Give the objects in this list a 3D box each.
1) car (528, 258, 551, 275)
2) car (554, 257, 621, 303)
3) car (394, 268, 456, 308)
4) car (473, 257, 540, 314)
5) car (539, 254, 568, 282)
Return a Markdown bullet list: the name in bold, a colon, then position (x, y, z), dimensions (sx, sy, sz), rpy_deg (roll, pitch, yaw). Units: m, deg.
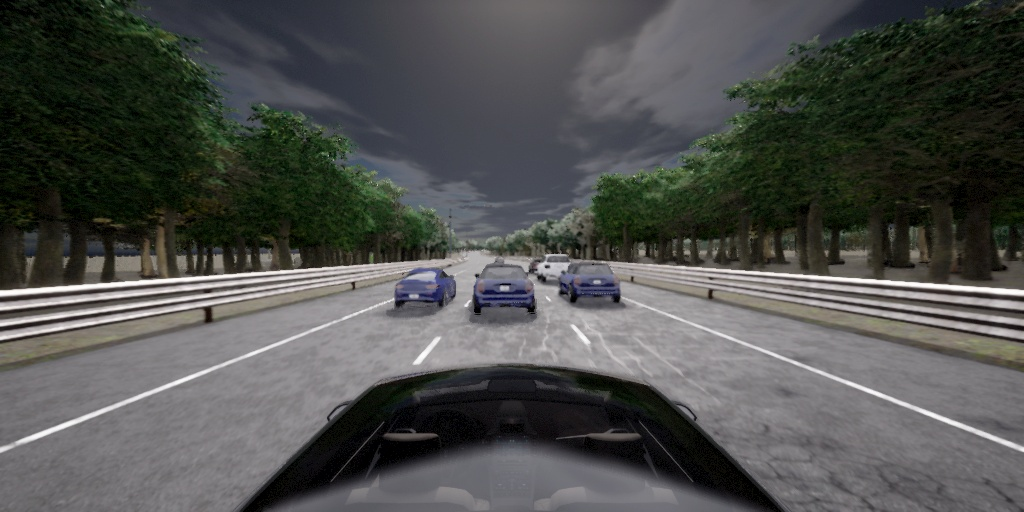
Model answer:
- **car**: position (2.909, 1.065, 38.752), dimensions (2.033, 1.649, 4.856), rpy_deg (0, 0, -2)
- **car**: position (3.401, 1.051, 16.568), dimensions (2.097, 1.767, 4.553), rpy_deg (0, 0, -1)
- **car**: position (-3.469, 1.235, 14.864), dimensions (1.812, 1.442, 4.674), rpy_deg (0, 0, -1)
- **car**: position (-0.362, 1.062, 13.803), dimensions (2.097, 1.767, 4.553), rpy_deg (0, 0, -4)
- **car**: position (3.204, 0.886, 27.706), dimensions (2.150, 2.045, 5.566), rpy_deg (0, 0, -1)
